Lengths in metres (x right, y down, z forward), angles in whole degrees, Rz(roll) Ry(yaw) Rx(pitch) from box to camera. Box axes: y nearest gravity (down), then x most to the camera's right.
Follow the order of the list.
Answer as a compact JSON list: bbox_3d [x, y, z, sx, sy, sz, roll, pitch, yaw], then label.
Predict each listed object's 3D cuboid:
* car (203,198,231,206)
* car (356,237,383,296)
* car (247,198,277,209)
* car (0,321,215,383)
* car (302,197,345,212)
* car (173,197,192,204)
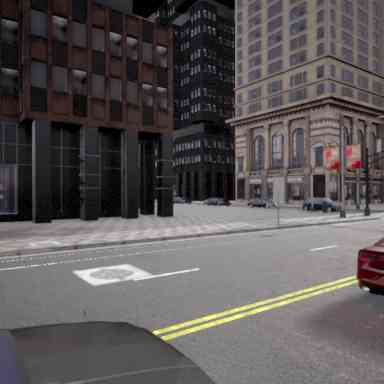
[{"bbox_3d":[3.995,1.592,53.451,2.033,1.411,5.357,0,0,-35],"label":"car"},{"bbox_3d":[5.708,1.477,7.516,5.008,1.535,1.882,0,0,-36],"label":"car"},{"bbox_3d":[9.688,1.524,45.386,2.128,1.511,4.902,0,0,-35],"label":"car"},{"bbox_3d":[-2.306,1.548,1.799,5.357,1.411,2.033,0,0,-35],"label":"car"},{"bbox_3d":[14.966,1.374,37.922,2.097,1.767,4.553,0,0,-35],"label":"car"},{"bbox_3d":[-2.118,1.606,62.157,2.033,1.411,5.357,0,0,-35],"label":"car"}]
